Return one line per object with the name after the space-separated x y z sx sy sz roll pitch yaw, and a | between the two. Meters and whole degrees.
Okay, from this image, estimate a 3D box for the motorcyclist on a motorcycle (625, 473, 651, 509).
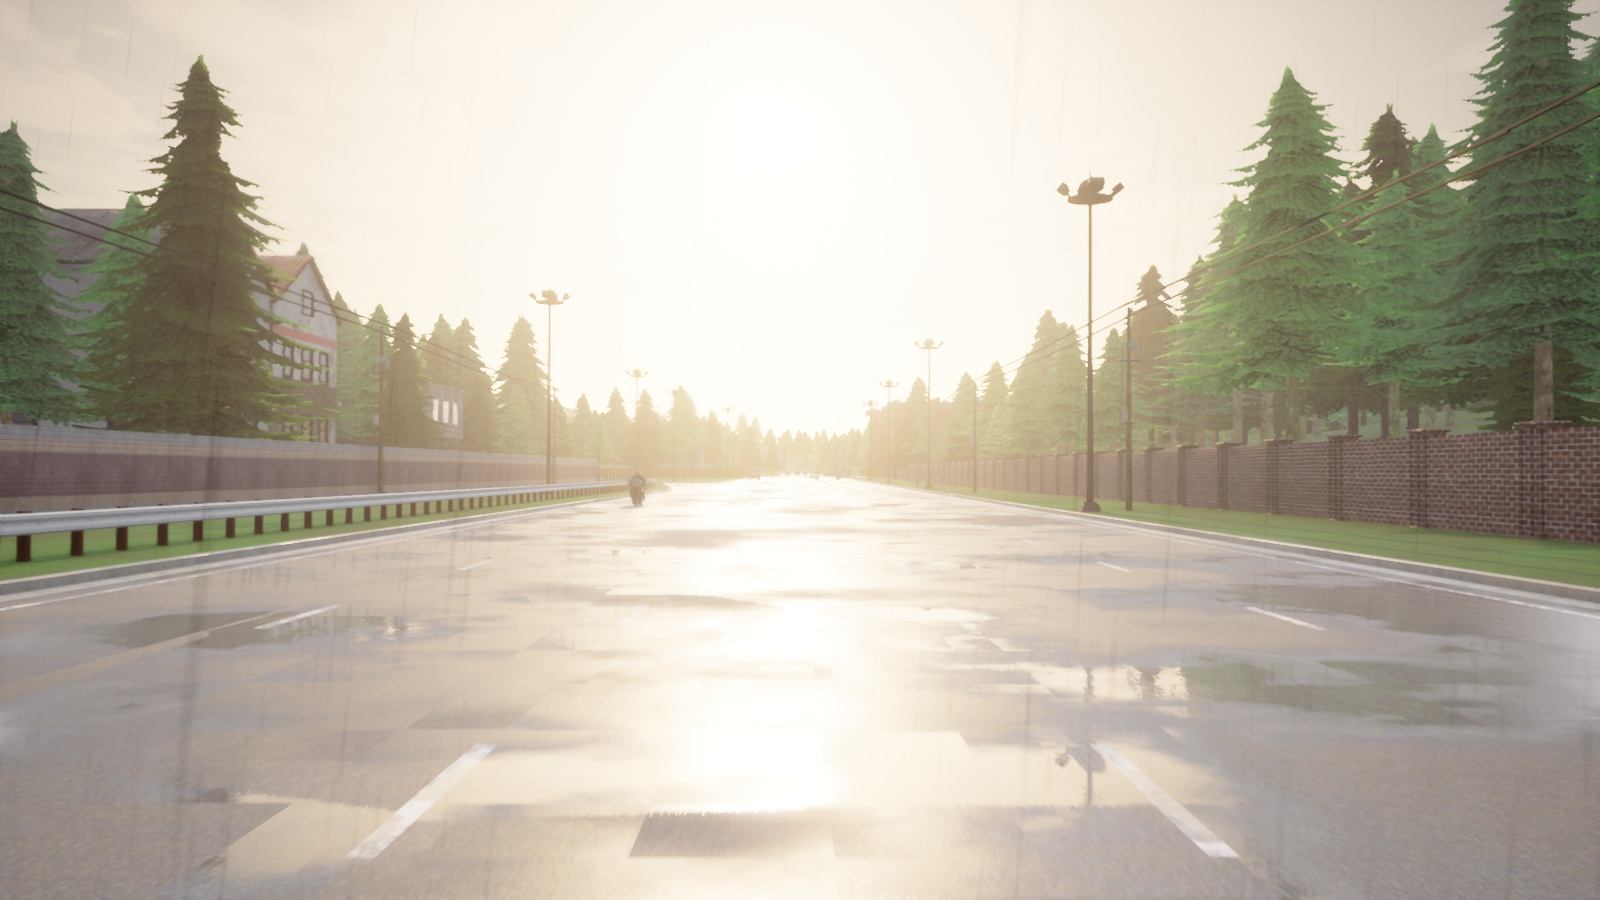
-7.133 1.806 55.398 0.866 1.530 2.191 0 -1 0 | motorcyclist on a motorcycle
